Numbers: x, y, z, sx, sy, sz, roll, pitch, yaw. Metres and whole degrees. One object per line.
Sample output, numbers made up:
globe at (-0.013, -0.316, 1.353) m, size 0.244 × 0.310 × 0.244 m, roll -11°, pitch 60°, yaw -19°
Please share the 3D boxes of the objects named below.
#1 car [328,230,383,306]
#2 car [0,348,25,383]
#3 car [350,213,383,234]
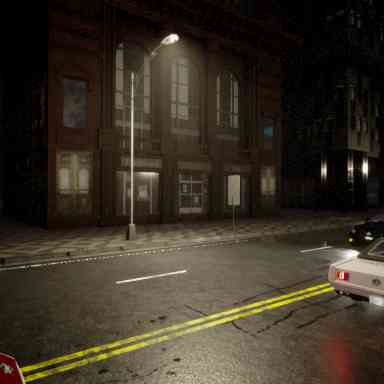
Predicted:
car at (5.031, 1.597, 7.026) m, size 4.718 × 1.301 × 1.895 m, roll 0°, pitch 0°, yaw -35°
car at (-3.037, 1.352, 1.274) m, size 4.553 × 1.767 × 2.097 m, roll 0°, pitch 0°, yaw -35°
car at (8.220, 1.552, 13.538) m, size 4.181 × 1.385 × 1.994 m, roll 0°, pitch 0°, yaw -35°
